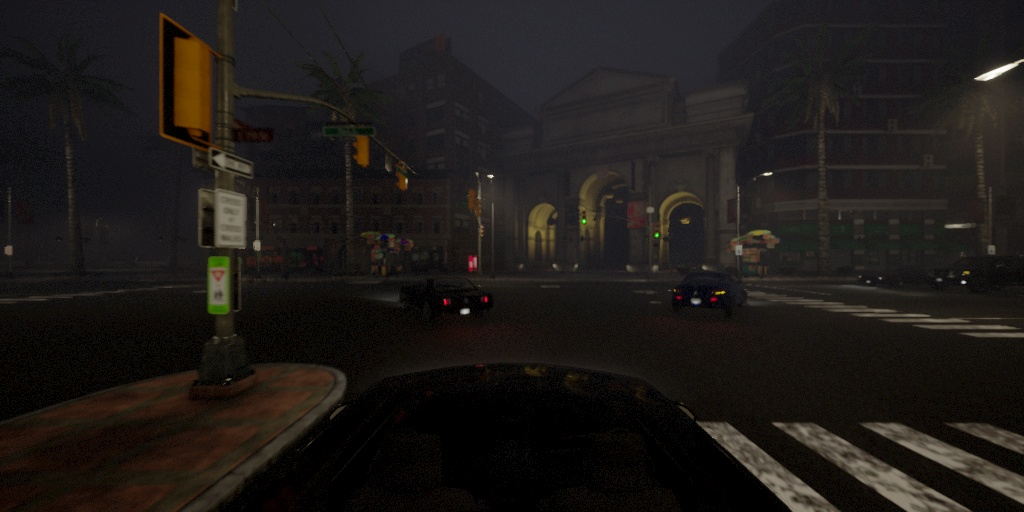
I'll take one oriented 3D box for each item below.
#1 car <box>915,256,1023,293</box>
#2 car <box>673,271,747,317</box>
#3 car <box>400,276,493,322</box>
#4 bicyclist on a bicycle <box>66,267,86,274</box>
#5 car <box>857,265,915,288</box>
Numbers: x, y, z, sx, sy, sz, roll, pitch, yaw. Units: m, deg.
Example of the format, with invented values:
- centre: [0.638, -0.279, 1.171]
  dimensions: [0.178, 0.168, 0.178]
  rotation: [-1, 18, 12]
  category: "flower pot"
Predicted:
- centre: [26.930, 0.992, 20.257]
  dimensions: [5.566, 2.045, 2.150]
  rotation: [0, 0, 1]
  category: "car"
- centre: [7.402, 1.290, 13.401]
  dimensions: [1.812, 1.442, 4.674]
  rotation: [-1, -1, 39]
  category: "car"
- centre: [-2.528, 1.365, 12.609]
  dimensions: [1.895, 1.301, 4.718]
  rotation: [0, 0, -31]
  category: "car"
- centre: [-38.389, 1.094, 31.613]
  dimensions: [0.582, 1.620, 1.656]
  rotation: [0, 0, 0]
  category: "bicyclist on a bicycle"
- centre: [26.294, 1.322, 23.773]
  dimensions: [5.357, 1.411, 2.033]
  rotation: [0, 0, 1]
  category: "car"
